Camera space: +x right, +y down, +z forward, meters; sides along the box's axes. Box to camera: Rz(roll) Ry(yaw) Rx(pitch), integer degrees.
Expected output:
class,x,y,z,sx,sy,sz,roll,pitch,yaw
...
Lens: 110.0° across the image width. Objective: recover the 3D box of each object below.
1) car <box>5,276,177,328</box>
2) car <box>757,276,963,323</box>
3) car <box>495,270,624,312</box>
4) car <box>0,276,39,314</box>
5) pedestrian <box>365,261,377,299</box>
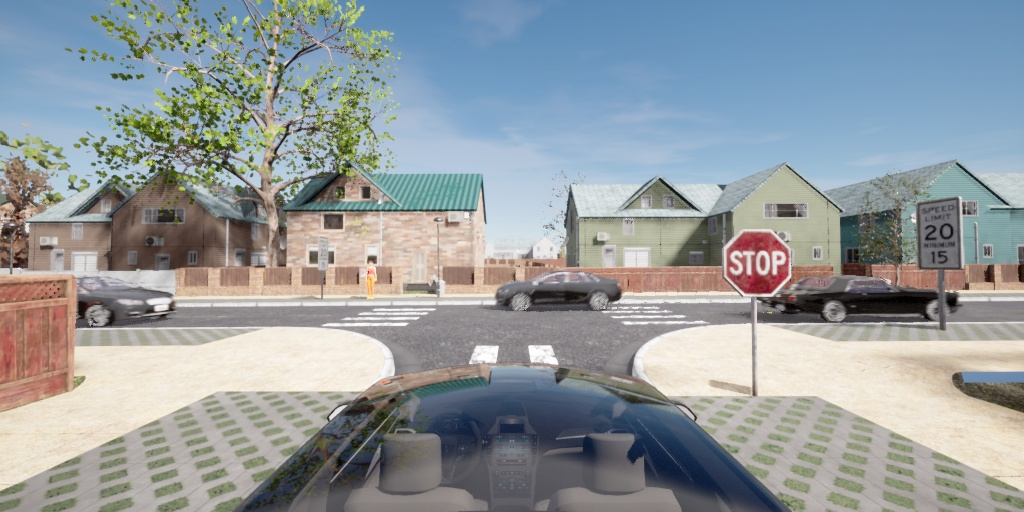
class,x,y,z,sx,sy,sz,roll,pitch,yaw
car,-13.432,1.384,11.263,4.902,1.511,2.128,-1,-1,1
car,10.424,1.267,10.959,4.718,1.301,1.895,0,-1,1
car,1.801,1.313,14.018,4.902,1.511,2.128,-1,-1,1
car,-22.413,1.592,14.325,4.674,1.442,1.812,-1,-1,1
pedestrian,-6.720,1.114,17.048,0.375,1.860,0.375,0,-1,1
